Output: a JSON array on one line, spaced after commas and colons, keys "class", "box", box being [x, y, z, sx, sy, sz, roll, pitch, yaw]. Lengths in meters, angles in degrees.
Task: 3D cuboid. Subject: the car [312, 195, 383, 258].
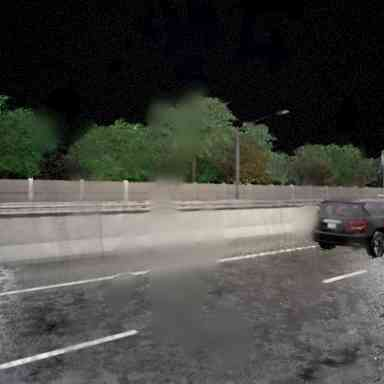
[{"class": "car", "box": [7.073, 1.265, 13.133, 5.566, 2.045, 2.150, 0, 0, -35]}]

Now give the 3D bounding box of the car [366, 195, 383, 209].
[{"class": "car", "box": [28.920, 1.446, 50.343, 5.566, 2.045, 2.150, 0, 0, -35]}]
